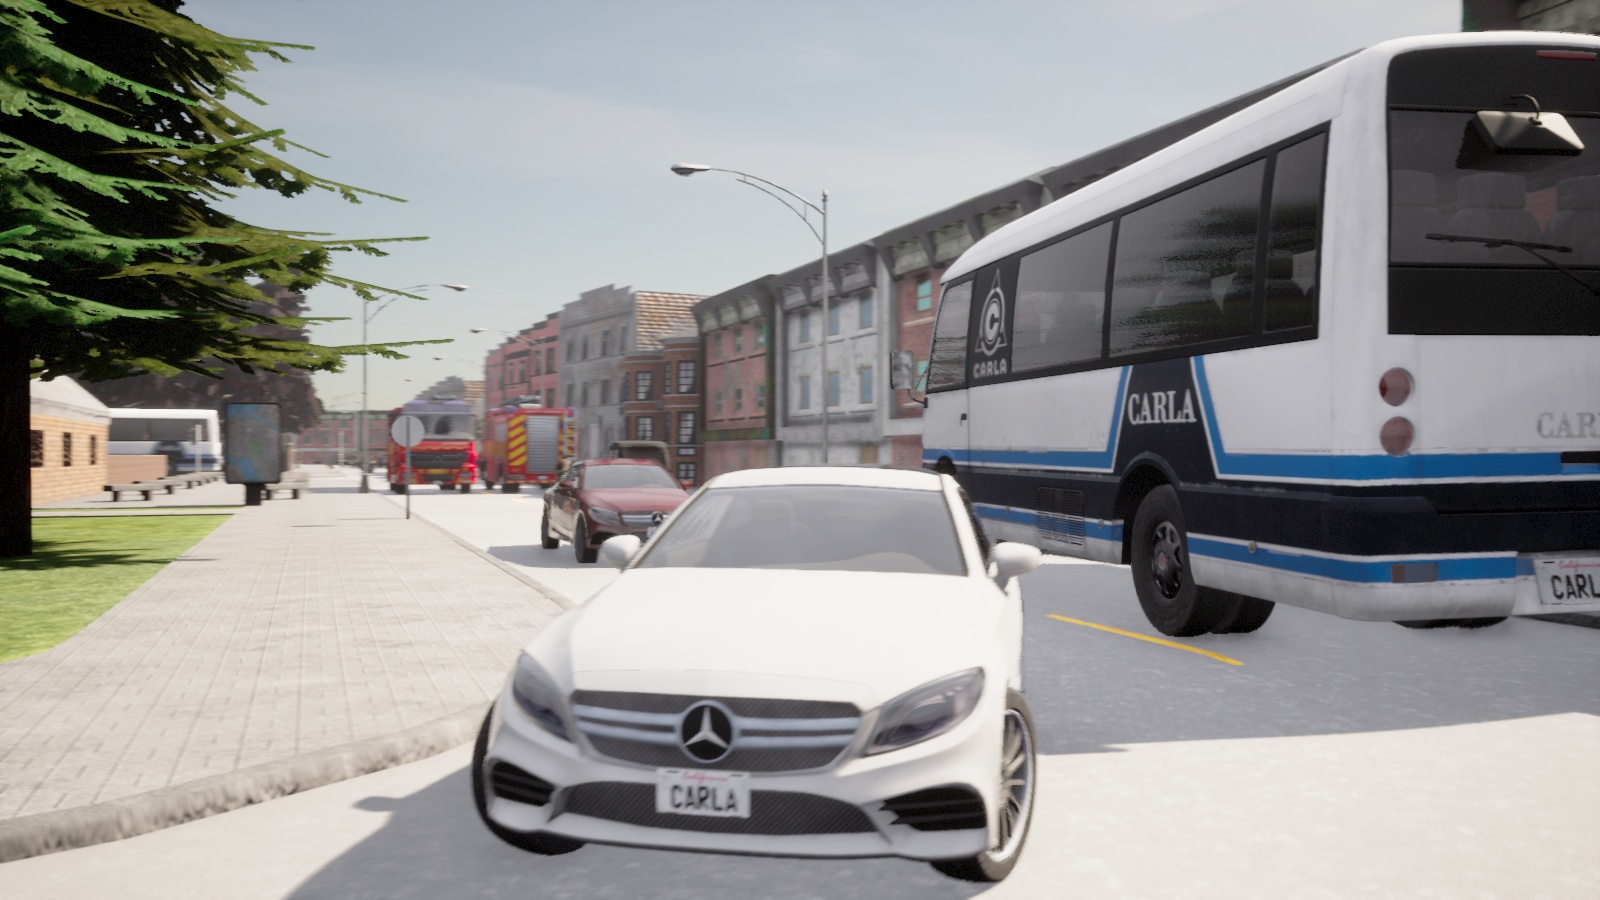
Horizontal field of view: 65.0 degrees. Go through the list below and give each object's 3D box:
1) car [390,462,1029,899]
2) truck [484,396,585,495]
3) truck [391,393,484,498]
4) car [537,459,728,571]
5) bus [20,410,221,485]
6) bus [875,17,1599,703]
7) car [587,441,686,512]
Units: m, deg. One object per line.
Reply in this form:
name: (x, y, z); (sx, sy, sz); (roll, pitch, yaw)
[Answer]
car: (0.101, 0.797, 5.997); (1.812, 1.442, 4.674); (0, 0, 12)
truck: (-11.336, -0.151, 52.892); (2.891, 3.827, 8.468); (0, 0, -21)
truck: (-14.682, -0.149, 50.435); (2.891, 3.827, 8.468); (0, 0, -21)
car: (-2.657, 0.861, 18.837); (1.812, 1.442, 4.674); (0, 0, -21)
bus: (-40.451, -0.159, 75.324); (10.273, 4.253, 3.944); (0, 0, -22)
bus: (3.960, -0.613, 13.195); (3.944, 4.253, 10.273); (-1, 0, -10)
car: (-4.644, 0.710, 35.309); (1.905, 1.878, 3.866); (0, 0, -21)
